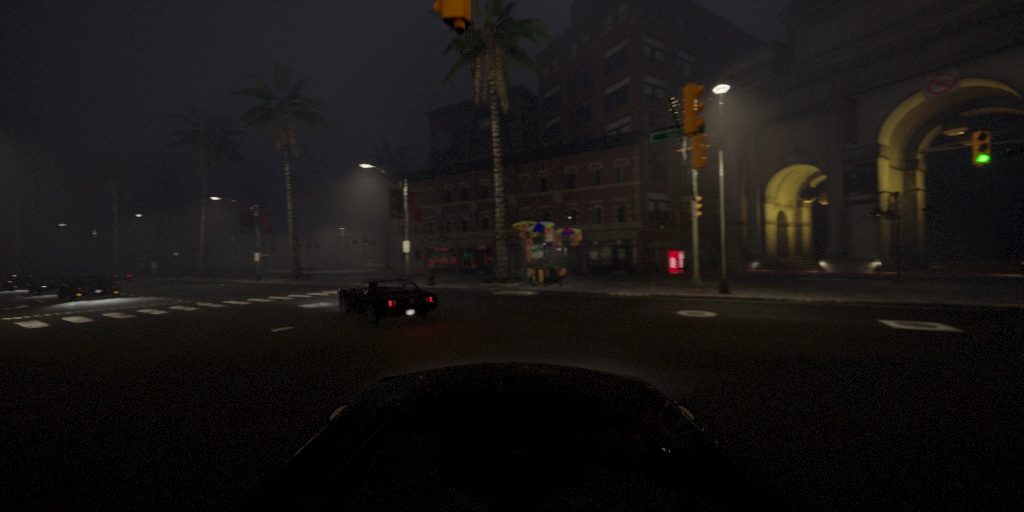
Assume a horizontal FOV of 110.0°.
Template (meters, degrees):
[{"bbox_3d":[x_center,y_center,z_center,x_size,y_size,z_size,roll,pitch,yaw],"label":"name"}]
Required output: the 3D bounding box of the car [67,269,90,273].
[{"bbox_3d":[-48.587,2.438,39.131,4.181,1.385,1.994,-1,0,26],"label":"car"}]

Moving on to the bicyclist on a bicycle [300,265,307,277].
[{"bbox_3d":[-21.478,1.543,36.093,0.582,1.620,1.656,-1,0,30],"label":"bicyclist on a bicycle"}]

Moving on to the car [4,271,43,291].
[{"bbox_3d":[-44.198,2.337,32.539,4.181,1.385,1.994,-1,0,30],"label":"car"}]

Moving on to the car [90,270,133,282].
[{"bbox_3d":[-46.865,2.380,42.176,5.357,1.411,2.033,-1,0,26],"label":"car"}]

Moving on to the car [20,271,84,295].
[{"bbox_3d":[-34.827,2.103,27.121,5.357,1.411,2.033,-1,0,30],"label":"car"}]

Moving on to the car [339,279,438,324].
[{"bbox_3d":[-4.543,1.454,12.617,1.895,1.301,4.718,-1,0,-41],"label":"car"}]

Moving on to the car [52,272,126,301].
[{"bbox_3d":[-25.806,1.911,21.864,4.181,1.385,1.994,-1,0,30],"label":"car"}]
